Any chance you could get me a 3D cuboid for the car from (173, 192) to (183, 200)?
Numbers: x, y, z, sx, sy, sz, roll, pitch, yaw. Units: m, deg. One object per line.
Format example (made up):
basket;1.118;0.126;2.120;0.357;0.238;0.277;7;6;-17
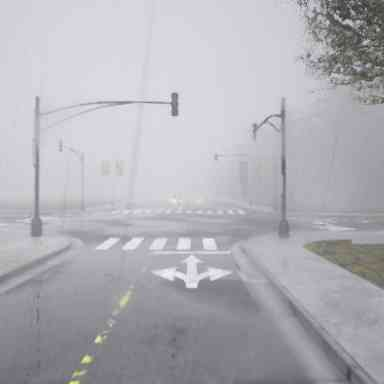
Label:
car;-3.110;0.830;72.841;2.097;1.767;4.553;0;0;0
